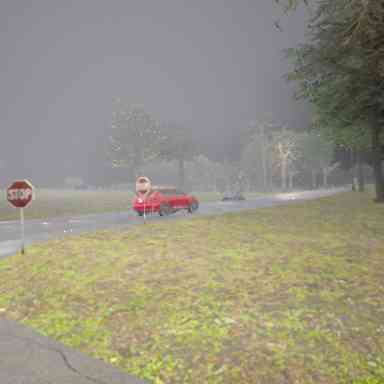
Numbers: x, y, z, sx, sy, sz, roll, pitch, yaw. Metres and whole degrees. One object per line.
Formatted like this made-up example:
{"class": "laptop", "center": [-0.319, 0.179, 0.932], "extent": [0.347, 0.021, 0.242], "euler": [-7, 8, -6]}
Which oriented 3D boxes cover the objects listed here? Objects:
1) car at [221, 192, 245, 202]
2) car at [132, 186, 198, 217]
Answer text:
{"class": "car", "center": [5.831, 0.723, 47.158], "extent": [1.994, 1.385, 4.181], "euler": [-3, 0, 34]}
{"class": "car", "center": [-1.786, 0.648, 23.720], "extent": [2.150, 2.045, 5.566], "euler": [-3, -1, 34]}
